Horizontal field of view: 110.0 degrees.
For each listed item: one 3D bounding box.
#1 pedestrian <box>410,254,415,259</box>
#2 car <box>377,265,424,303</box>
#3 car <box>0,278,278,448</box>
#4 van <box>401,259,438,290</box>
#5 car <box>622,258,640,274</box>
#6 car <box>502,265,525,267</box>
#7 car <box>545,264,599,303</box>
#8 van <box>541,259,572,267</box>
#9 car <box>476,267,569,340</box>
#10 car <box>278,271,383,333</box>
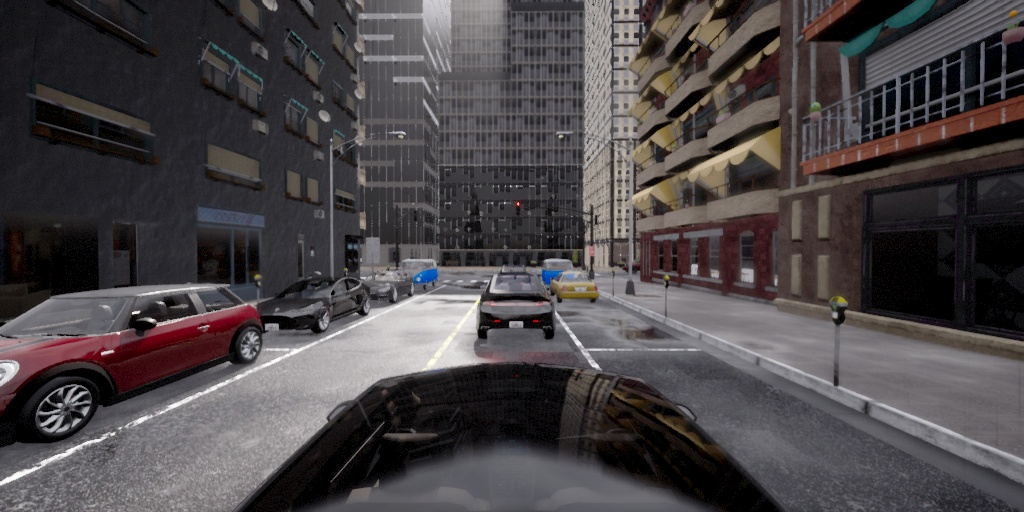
[{"bbox_3d":[-12.329,0.626,44.288,0.375,1.860,0.375,0,1,0],"label":"pedestrian"},{"bbox_3d":[-5.671,1.294,16.275,2.007,1.370,4.403,0,0,0],"label":"car"},{"bbox_3d":[-5.688,1.188,5.071,1.967,1.591,4.097,0,0,0],"label":"car"},{"bbox_3d":[-5.662,1.082,21.877,1.690,1.789,3.998,0,0,0],"label":"van"},{"bbox_3d":[15.292,1.078,41.154,5.009,1.841,2.192,0,0,0],"label":"car"},{"bbox_3d":[0.093,1.233,20.312,2.128,1.511,4.902,0,0,0],"label":"car"},{"bbox_3d":[2.710,1.269,16.403,1.751,1.417,4.829,0,0,0],"label":"car"},{"bbox_3d":[2.719,1.082,21.835,1.690,1.789,3.998,0,0,0],"label":"van"},{"bbox_3d":[0.095,1.238,10.009,2.128,1.511,4.902,0,0,0],"label":"car"},{"bbox_3d":[-5.680,1.312,10.672,1.948,1.339,4.313,0,0,0],"label":"car"}]
